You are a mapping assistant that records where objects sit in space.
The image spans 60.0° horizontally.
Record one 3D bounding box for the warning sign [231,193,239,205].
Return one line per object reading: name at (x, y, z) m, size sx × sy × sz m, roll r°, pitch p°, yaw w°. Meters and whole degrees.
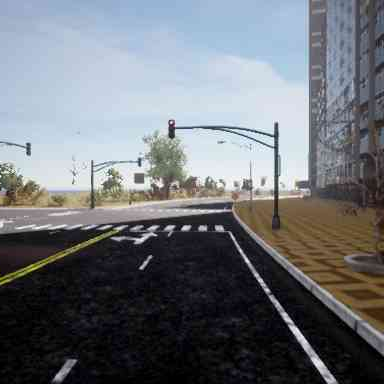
warning sign at (7.159, 1.127, 55.296) m, size 1.300 × 1.860 × 1.060 m, roll 0°, pitch 0°, yaw 9°
